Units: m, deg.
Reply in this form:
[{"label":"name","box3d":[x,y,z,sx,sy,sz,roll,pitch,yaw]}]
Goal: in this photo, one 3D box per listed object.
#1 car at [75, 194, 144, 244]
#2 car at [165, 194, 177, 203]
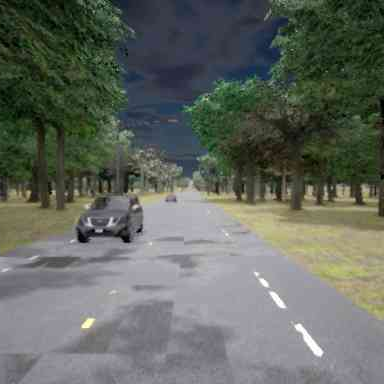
[{"label":"car","box3d":[-3.599,1.130,15.657,2.150,2.045,5.566,0,0,0]},{"label":"car","box3d":[-3.553,1.108,57.021,1.837,1.490,4.892,0,1,0]}]
